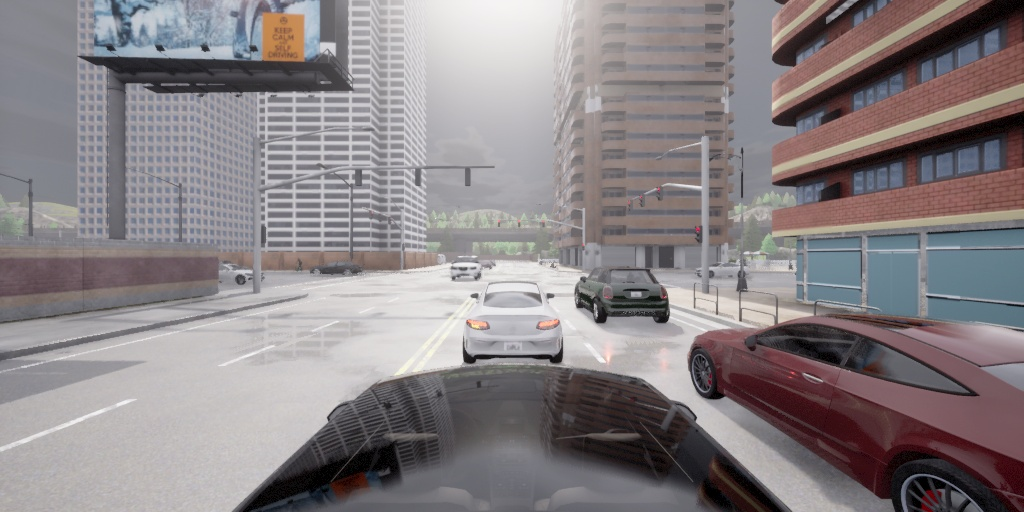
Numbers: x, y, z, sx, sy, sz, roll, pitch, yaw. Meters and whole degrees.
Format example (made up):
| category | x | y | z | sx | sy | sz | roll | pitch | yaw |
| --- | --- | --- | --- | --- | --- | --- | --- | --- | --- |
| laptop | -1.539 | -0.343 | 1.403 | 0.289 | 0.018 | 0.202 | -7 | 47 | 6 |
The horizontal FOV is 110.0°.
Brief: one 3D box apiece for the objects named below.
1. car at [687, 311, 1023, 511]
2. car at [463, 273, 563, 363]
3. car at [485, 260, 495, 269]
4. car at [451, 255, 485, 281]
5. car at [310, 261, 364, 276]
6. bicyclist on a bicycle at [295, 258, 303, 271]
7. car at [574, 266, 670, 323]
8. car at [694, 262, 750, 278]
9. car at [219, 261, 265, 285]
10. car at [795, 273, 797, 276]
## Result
| category | x | y | z | sx | sy | sz | roll | pitch | yaw |
| --- | --- | --- | --- | --- | --- | --- | --- | --- | --- |
| car | 3.579 | 1.276 | 3.517 | 1.812 | 1.442 | 4.674 | 0 | 0 | 0 |
| car | 0.014 | 1.276 | 8.019 | 1.812 | 1.442 | 4.674 | 0 | 0 | 0 |
| car | -4.037 | 1.276 | 55.044 | 1.812 | 1.442 | 4.674 | 0 | 0 | -1 |
| car | -3.843 | 0.972 | 30.858 | 2.150 | 2.045 | 5.566 | 0 | 0 | 0 |
| car | -17.730 | 1.227 | 36.365 | 5.008 | 1.535 | 1.882 | 0 | 0 | -1 |
| bicyclist on a bicycle | -25.994 | 1.051 | 43.769 | 0.582 | 1.620 | 1.656 | 0 | 0 | 0 |
| car | 3.494 | 1.102 | 12.236 | 2.097 | 1.767 | 4.553 | 0 | 0 | 0 |
| car | 19.372 | 1.276 | 33.106 | 4.674 | 1.442 | 1.812 | 0 | 0 | 0 |
| car | -20.455 | 1.276 | 25.825 | 4.674 | 1.442 | 1.812 | 0 | 0 | 0 |
| car | 26.474 | 1.297 | 29.434 | 5.357 | 1.411 | 2.033 | 0 | 0 | 0 |
